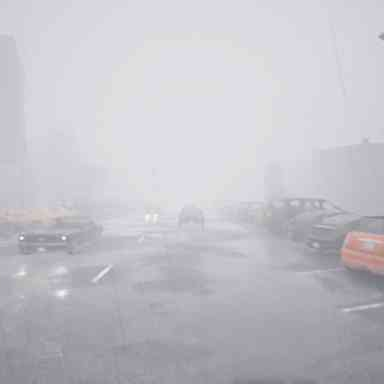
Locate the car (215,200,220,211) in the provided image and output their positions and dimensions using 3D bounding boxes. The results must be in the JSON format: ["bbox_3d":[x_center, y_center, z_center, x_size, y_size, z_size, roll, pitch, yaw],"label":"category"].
[{"bbox_3d":[6.132,2.175,44.154,4.892,1.521,2.231,1,-2,-21],"label":"car"}]

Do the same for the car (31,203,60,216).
[{"bbox_3d":[-11.288,1.673,20.687,5.366,1.575,1.946,0,-1,-20],"label":"car"}]

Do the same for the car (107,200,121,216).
[{"bbox_3d":[-11.436,2.069,38.644,5.366,1.575,1.946,0,-2,-20],"label":"car"}]

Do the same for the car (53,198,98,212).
[{"bbox_3d":[-11.552,1.598,29.590,5.566,2.045,2.435,0,-1,-20],"label":"car"}]

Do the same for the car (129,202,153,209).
[{"bbox_3d":[-11.342,3.042,74.613,5.008,1.535,2.097,0,-1,-19],"label":"car"}]

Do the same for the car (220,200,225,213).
[{"bbox_3d":[6.199,2.018,38.286,5.008,1.535,2.097,1,-2,-21],"label":"car"}]

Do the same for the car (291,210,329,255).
[{"bbox_3d":[6.389,1.537,11.884,4.892,1.521,2.231,1,-1,-20],"label":"car"}]

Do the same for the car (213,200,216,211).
[{"bbox_3d":[6.107,2.252,47.087,5.008,1.535,2.097,1,-1,-21],"label":"car"}]

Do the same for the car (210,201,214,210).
[{"bbox_3d":[6.025,2.408,52.958,5.008,1.535,2.097,1,-1,-21],"label":"car"}]

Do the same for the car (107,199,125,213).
[{"bbox_3d":[-11.668,1.903,41.567,5.566,2.045,2.435,0,-1,-20],"label":"car"}]

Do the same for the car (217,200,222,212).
[{"bbox_3d":[6.164,2.098,41.222,4.892,1.521,2.231,1,-2,-21],"label":"car"}]

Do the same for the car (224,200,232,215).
[{"bbox_3d":[6.208,1.817,35.349,4.553,1.767,2.185,1,-2,-20],"label":"car"}]

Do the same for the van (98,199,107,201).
[{"bbox_3d":[-11.691,1.769,35.545,4.442,1.987,1.878,0,-1,-20],"label":"van"}]

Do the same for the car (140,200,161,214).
[{"bbox_3d":[-5.356,2.245,45.534,2.128,1.511,4.902,0,-2,0],"label":"car"}]

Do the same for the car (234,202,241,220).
[{"bbox_3d":[6.307,1.745,26.552,5.008,1.535,2.097,1,-2,-20],"label":"car"}]

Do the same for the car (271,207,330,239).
[{"bbox_3d":[6.378,1.565,14.822,4.892,1.521,2.231,1,-1,-20],"label":"car"}]

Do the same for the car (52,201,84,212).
[{"bbox_3d":[-11.676,1.784,26.541,5.366,1.575,1.946,0,-1,-20],"label":"car"}]

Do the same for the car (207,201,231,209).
[{"bbox_3d":[5.684,2.751,70.611,4.553,1.767,2.185,1,-2,-21],"label":"car"}]

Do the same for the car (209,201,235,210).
[{"bbox_3d":[5.794,2.594,64.714,4.553,1.767,2.185,1,-2,-21],"label":"car"}]

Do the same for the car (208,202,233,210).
[{"bbox_3d":[5.794,2.829,67.679,4.792,1.488,2.163,1,-2,-21],"label":"car"}]

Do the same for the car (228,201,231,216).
[{"bbox_3d":[6.268,1.911,32.413,4.674,1.452,2.002,1,-1,-20],"label":"car"}]

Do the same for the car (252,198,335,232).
[{"bbox_3d":[6.399,1.352,17.771,5.566,2.045,2.435,1,-1,-20],"label":"car"}]

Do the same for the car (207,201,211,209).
[{"bbox_3d":[5.798,2.479,55.826,5.366,1.575,1.946,1,-1,-21],"label":"car"}]

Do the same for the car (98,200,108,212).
[{"bbox_3d":[-11.376,1.915,32.654,5.366,1.575,1.946,0,-2,-20],"label":"car"}]

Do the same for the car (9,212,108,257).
[{"bbox_3d":[-5.105,1.683,13.523,1.895,1.301,4.718,0,-1,0],"label":"car"}]

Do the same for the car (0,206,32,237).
[{"bbox_3d":[-11.416,1.664,17.644,4.792,1.488,2.163,-1,-1,-20],"label":"car"}]

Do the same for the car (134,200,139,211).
[{"bbox_3d":[-11.640,2.479,53.610,4.892,1.521,2.231,0,-2,-20],"label":"car"}]

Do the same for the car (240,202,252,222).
[{"bbox_3d":[6.341,1.692,23.621,5.008,1.535,2.097,1,-1,-20],"label":"car"}]

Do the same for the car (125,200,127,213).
[{"bbox_3d":[-11.655,2.236,44.574,4.892,1.521,2.231,0,-1,-20],"label":"car"}]

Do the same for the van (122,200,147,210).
[{"bbox_3d":[-11.377,2.574,65.669,4.442,1.987,1.878,0,-2,-19],"label":"van"}]

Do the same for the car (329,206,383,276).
[{"bbox_3d":[6.375,1.384,8.946,4.553,1.767,2.185,1,-1,-20],"label":"car"}]

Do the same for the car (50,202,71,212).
[{"bbox_3d":[-11.652,1.728,23.549,5.366,1.575,1.946,0,-1,-20],"label":"car"}]

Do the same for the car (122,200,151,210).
[{"bbox_3d":[-11.415,2.630,68.639,5.566,2.045,2.435,0,-2,-19],"label":"car"}]

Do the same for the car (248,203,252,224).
[{"bbox_3d":[6.527,1.642,20.749,5.366,1.575,1.946,1,-1,-20],"label":"car"}]

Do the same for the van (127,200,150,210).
[{"bbox_3d":[-11.505,2.736,71.581,4.442,1.987,1.878,0,-1,-19],"label":"van"}]

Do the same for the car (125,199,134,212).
[{"bbox_3d":[-11.690,2.065,47.583,5.566,2.045,2.435,0,-1,-20],"label":"car"}]

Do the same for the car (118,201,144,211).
[{"bbox_3d":[-11.498,2.594,62.631,4.553,1.767,2.185,0,-1,-19],"label":"car"}]

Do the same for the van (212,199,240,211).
[{"bbox_3d":[6.037,2.341,58.877,4.442,1.987,1.878,1,-2,-21],"label":"van"}]

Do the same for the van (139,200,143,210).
[{"bbox_3d":[-11.680,2.414,59.581,4.442,1.987,1.878,0,-1,-19],"label":"van"}]

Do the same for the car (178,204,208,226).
[{"bbox_3d":[-0.038,1.861,25.590,1.895,1.301,4.718,0,-1,0],"label":"car"}]

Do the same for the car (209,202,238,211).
[{"bbox_3d":[5.882,2.642,61.769,5.008,1.535,2.097,1,-1,-21],"label":"car"}]

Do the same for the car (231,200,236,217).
[{"bbox_3d":[6.261,1.680,29.484,4.553,1.767,2.185,1,-2,-20],"label":"car"}]
